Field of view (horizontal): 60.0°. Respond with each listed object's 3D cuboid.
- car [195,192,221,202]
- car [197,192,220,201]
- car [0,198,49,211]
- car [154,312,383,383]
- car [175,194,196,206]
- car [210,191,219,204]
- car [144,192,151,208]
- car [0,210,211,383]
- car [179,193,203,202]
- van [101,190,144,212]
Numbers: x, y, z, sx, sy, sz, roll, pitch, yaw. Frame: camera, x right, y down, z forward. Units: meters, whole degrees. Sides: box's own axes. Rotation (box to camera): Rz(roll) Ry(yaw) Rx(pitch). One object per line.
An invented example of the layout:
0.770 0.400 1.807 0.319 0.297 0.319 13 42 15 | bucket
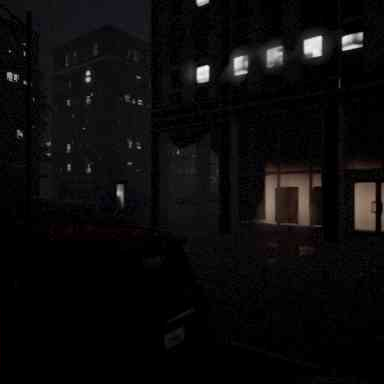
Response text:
2.693 0.825 55.509 1.882 1.535 5.008 0 0 36 | car
3.067 0.816 60.402 1.752 1.417 4.829 1 1 35 | car
-16.503 1.298 32.958 1.887 1.381 4.507 1 1 35 | car
2.286 1.525 1.091 4.829 1.417 1.752 0 0 36 | car
-0.413 1.090 41.950 1.947 1.339 4.313 1 1 35 | car
2.869 0.991 46.551 1.887 1.381 4.507 1 1 35 | car
-6.448 0.808 37.921 2.150 2.045 5.566 0 1 35 | car
-2.091 1.317 4.215 5.009 1.841 2.192 0 0 36 | car
-0.113 0.947 55.944 1.802 1.307 4.206 1 1 35 | car
-6.975 1.020 32.742 1.690 1.788 3.998 1 1 35 | van
